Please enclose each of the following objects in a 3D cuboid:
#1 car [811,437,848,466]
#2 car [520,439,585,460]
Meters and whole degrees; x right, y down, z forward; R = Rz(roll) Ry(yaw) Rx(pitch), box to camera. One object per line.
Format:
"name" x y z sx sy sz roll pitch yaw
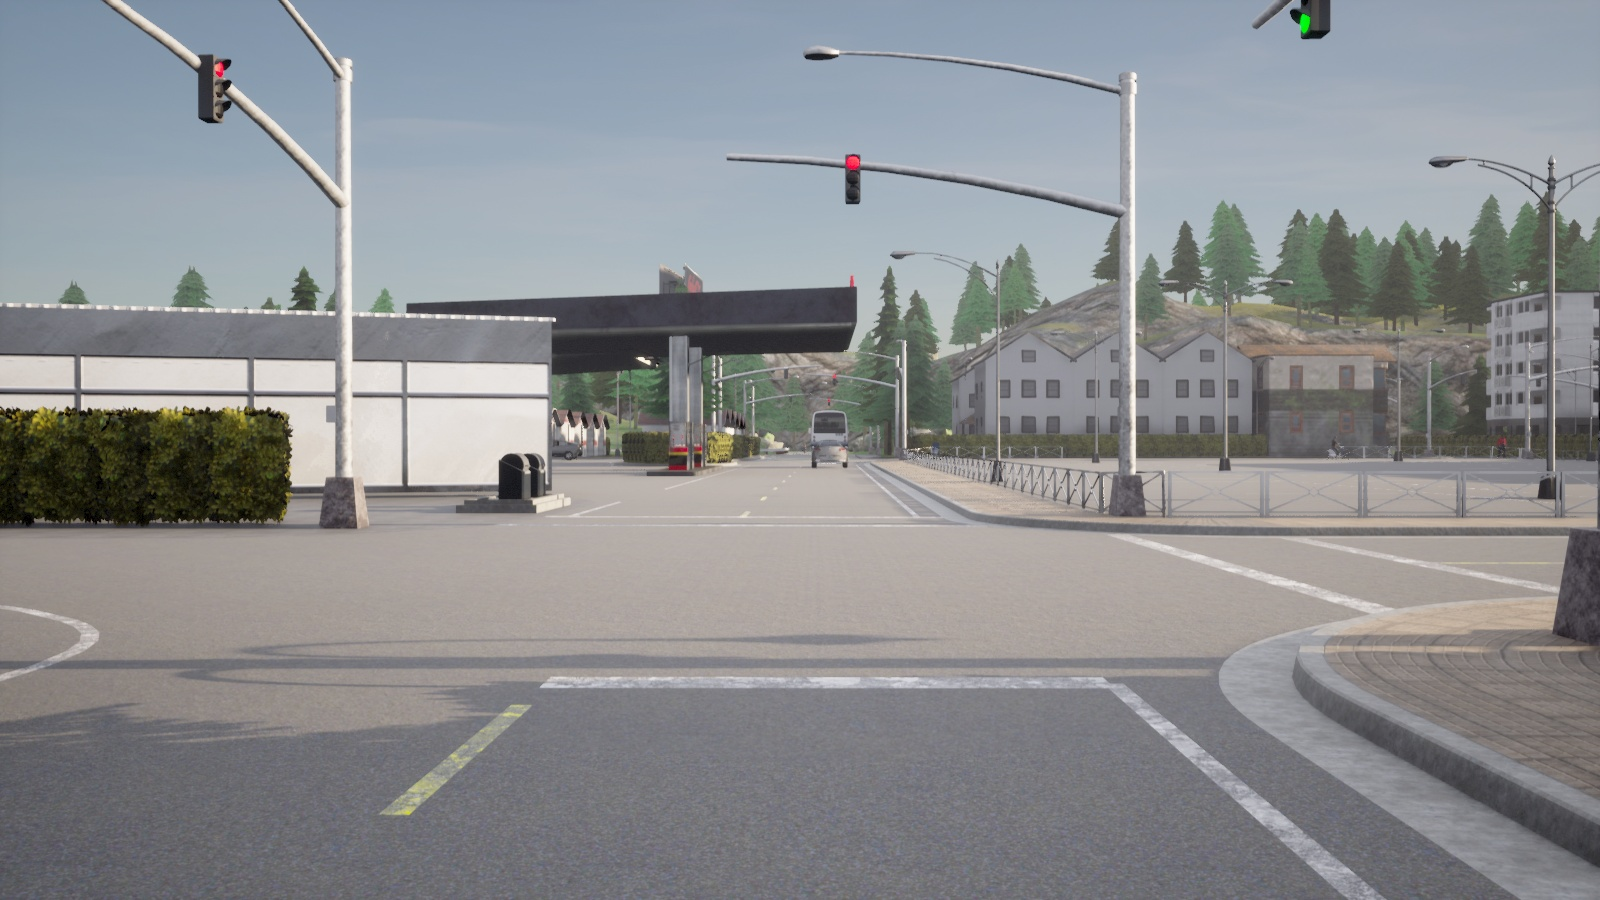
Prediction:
"car" 1.756 0.089 74.401 2.152 1.651 5.027 0 0 1
"car" -18.780 -0.059 95.365 4.514 1.525 2.007 1 1 1
